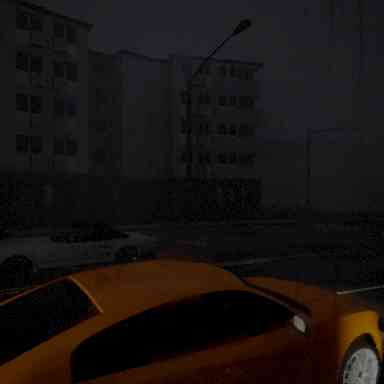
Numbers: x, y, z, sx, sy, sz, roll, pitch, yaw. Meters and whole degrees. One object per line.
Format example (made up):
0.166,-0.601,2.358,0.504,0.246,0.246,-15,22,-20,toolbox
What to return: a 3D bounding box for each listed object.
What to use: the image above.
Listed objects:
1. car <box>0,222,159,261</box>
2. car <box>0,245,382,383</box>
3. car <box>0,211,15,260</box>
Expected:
-3.480,1.601,9.818,4.718,1.301,1.895,0,0,-30,car
-0.106,1.478,3.357,5.008,1.535,1.882,0,0,-32,car
-8.579,1.478,10.622,5.008,1.535,1.882,0,0,-34,car
